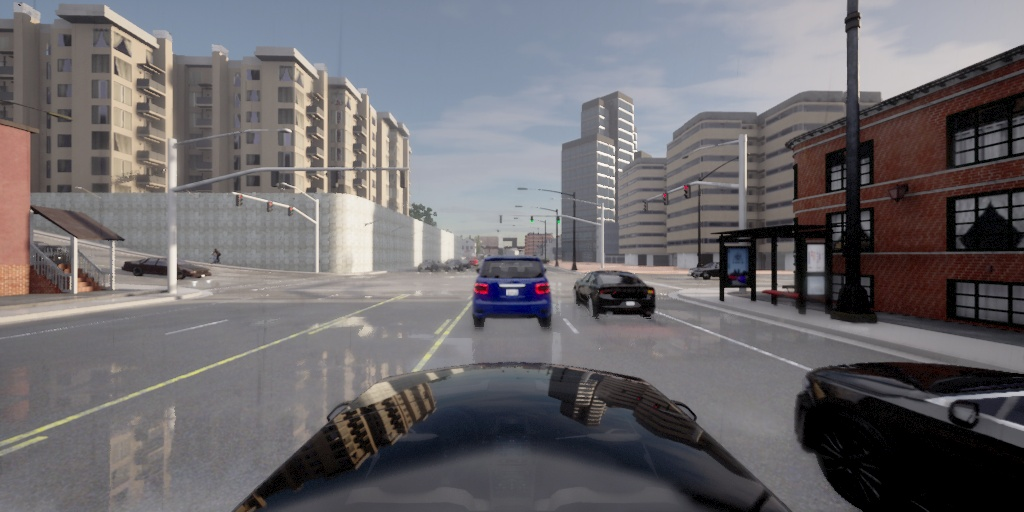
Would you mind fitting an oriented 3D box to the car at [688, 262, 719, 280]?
[{"bbox_3d":[17.837,1.268,30.957,4.902,1.511,2.128,0,0,-1],"label":"car"}]

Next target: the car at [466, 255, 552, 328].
[{"bbox_3d":[-0.012,0.983,11.606,2.150,2.045,5.566,0,0,0],"label":"car"}]

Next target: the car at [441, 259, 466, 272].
[{"bbox_3d":[-7.525,1.285,47.293,2.128,1.511,4.902,0,0,0],"label":"car"}]

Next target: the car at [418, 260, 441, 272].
[{"bbox_3d":[-11.022,1.285,47.190,2.128,1.511,4.902,0,0,0],"label":"car"}]

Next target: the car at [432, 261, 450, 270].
[{"bbox_3d":[-11.110,1.403,56.454,1.895,1.301,4.718,0,0,0],"label":"car"}]

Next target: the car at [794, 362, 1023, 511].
[{"bbox_3d":[3.598,1.242,1.391,2.128,1.511,4.902,0,0,0],"label":"car"}]

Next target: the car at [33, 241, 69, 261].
[{"bbox_3d":[-35.483,-0.366,26.577,4.181,1.385,1.994,10,0,-1],"label":"car"}]

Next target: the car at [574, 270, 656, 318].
[{"bbox_3d":[3.504,1.238,13.037,1.882,1.535,5.008,0,0,0],"label":"car"}]

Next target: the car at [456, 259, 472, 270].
[{"bbox_3d":[-7.607,1.280,56.724,1.882,1.535,5.008,0,0,0],"label":"car"}]

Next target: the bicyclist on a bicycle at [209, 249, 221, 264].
[{"bbox_3d":[-31.076,0.064,37.641,0.582,1.620,1.656,6,0,0],"label":"bicyclist on a bicycle"}]

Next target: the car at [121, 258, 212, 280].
[{"bbox_3d":[-25.634,0.862,26.700,5.357,1.411,2.033,5,0,-1],"label":"car"}]
